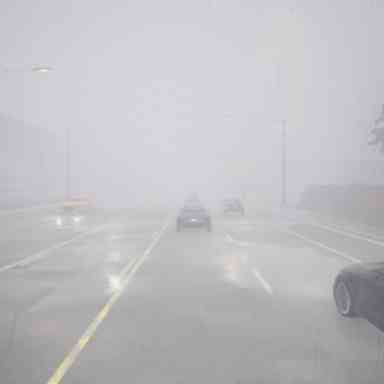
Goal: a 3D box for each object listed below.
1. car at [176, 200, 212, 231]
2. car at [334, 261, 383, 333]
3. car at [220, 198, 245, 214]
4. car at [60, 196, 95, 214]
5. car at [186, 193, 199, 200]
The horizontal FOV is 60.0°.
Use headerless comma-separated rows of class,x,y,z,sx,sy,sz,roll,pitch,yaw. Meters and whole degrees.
car,0.098,1.424,19.574,1.994,1.385,4.181,0,1,0
car,3.599,1.518,4.403,1.812,1.442,4.674,0,0,0
car,3.594,1.210,30.254,2.033,1.411,5.357,0,1,0
car,-10.512,1.130,30.822,1.882,1.535,5.008,0,1,0
car,0.093,0.829,47.676,2.033,1.411,5.357,0,1,0
